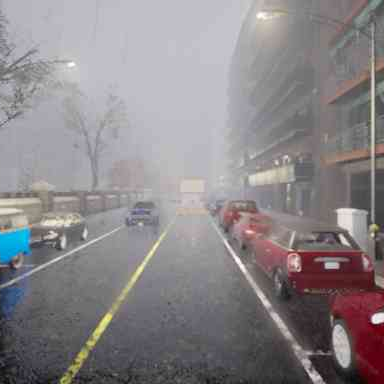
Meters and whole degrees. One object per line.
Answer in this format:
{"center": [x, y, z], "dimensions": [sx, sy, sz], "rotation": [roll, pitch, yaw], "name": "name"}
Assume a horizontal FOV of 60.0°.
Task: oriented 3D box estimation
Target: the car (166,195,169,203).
{"center": [-5.673, 1.604, 59.023], "dimensions": [1.802, 1.307, 4.206], "rotation": [0, 0, 0], "name": "car"}

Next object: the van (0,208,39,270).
{"center": [-5.686, 1.340, 8.348], "dimensions": [1.690, 1.788, 3.998], "rotation": [0, 0, 0], "name": "van"}

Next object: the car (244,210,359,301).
{"center": [2.694, 1.438, 8.345], "dimensions": [1.967, 1.590, 4.097], "rotation": [0, 0, 0], "name": "car"}

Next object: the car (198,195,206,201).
{"center": [2.715, 1.511, 87.169], "dimensions": [1.967, 1.590, 4.097], "rotation": [0, 0, 0], "name": "car"}

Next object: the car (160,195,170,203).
{"center": [-5.669, 1.478, 70.279], "dimensions": [1.967, 1.590, 4.097], "rotation": [0, 0, 0], "name": "car"}

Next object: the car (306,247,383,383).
{"center": [2.692, 1.544, 2.716], "dimensions": [1.887, 1.381, 4.507], "rotation": [0, 0, 0], "name": "car"}

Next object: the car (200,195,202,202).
{"center": [2.706, 1.563, 53.389], "dimensions": [1.887, 1.381, 4.507], "rotation": [0, 0, 0], "name": "car"}

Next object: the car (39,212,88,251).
{"center": [-5.685, 1.550, 13.978], "dimensions": [2.008, 1.369, 4.403], "rotation": [0, 0, 0], "name": "car"}

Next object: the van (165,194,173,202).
{"center": [-5.667, 1.402, 81.541], "dimensions": [1.690, 1.788, 3.998], "rotation": [0, 0, 0], "name": "van"}

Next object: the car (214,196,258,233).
{"center": [2.697, 1.315, 19.606], "dimensions": [2.192, 1.841, 5.009], "rotation": [0, 0, 0], "name": "car"}

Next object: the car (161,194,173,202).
{"center": [-5.669, 1.364, 75.910], "dimensions": [2.192, 1.841, 5.009], "rotation": [0, 0, 0], "name": "car"}

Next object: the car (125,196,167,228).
{"center": [-3.092, 1.353, 22.334], "dimensions": [2.097, 1.767, 4.553], "rotation": [0, 0, 0], "name": "car"}

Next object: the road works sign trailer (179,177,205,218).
{"center": [0.008, 0.470, 30.318], "dimensions": [2.380, 3.560, 2.880], "rotation": [0, 0, 0], "name": "road works sign trailer"}

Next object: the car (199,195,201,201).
{"center": [2.712, 1.630, 75.907], "dimensions": [1.802, 1.307, 4.206], "rotation": [0, 0, 0], "name": "car"}

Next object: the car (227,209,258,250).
{"center": [2.695, 1.580, 13.977], "dimensions": [1.802, 1.307, 4.206], "rotation": [0, 0, 0], "name": "car"}

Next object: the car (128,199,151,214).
{"center": [-5.679, 1.535, 36.330], "dimensions": [1.752, 1.417, 4.829], "rotation": [0, 0, 0], "name": "car"}

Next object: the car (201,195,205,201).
{"center": [2.704, 1.566, 47.758], "dimensions": [2.008, 1.369, 4.403], "rotation": [0, 0, 0], "name": "car"}

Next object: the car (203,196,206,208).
{"center": [2.703, 1.578, 42.128], "dimensions": [1.947, 1.339, 4.313], "rotation": [0, 0, 0], "name": "car"}

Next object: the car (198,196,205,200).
{"center": [2.716, 1.665, 92.800], "dimensions": [1.802, 1.307, 4.206], "rotation": [0, 0, 0], "name": "car"}

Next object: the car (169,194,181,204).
{"center": [-2.999, 1.573, 63.608], "dimensions": [2.033, 1.411, 5.357], "rotation": [0, 0, 1], "name": "car"}

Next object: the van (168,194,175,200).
{"center": [-5.664, 1.424, 92.802], "dimensions": [1.690, 1.788, 3.998], "rotation": [0, 0, 0], "name": "van"}

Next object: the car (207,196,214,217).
{"center": [2.700, 1.446, 30.866], "dimensions": [1.967, 1.590, 4.097], "rotation": [0, 0, 0], "name": "car"}
